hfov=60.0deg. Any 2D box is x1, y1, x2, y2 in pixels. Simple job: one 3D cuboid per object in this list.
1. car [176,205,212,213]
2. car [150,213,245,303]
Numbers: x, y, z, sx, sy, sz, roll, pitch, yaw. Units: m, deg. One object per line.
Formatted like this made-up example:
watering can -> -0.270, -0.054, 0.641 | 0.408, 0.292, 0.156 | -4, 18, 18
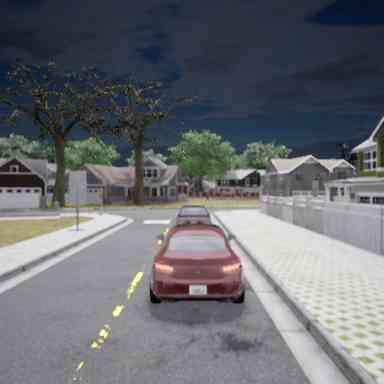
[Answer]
car -> 0.093, 1.403, 17.430 | 2.033, 1.411, 5.357 | 0, 0, 0
car -> 0.099, 1.459, 7.878 | 1.812, 1.442, 4.674 | 0, 0, 0
